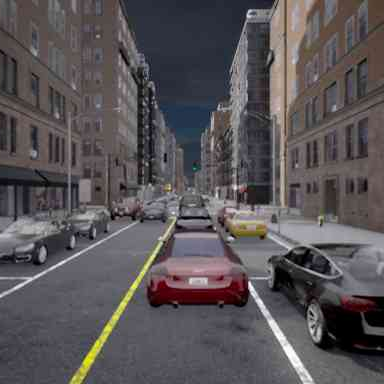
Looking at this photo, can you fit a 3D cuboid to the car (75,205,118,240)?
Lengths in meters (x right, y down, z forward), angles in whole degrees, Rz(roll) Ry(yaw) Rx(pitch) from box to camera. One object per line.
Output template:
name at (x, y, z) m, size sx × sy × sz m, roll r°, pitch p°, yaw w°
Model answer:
car at (-5.380, 1.553, 16.921) m, size 2.008 × 1.369 × 4.403 m, roll 0°, pitch 0°, yaw 0°

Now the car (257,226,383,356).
car at (2.640, 1.568, 6.082) m, size 1.947 × 1.339 × 4.313 m, roll 0°, pitch 0°, yaw 0°

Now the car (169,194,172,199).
car at (-5.357, 1.517, 64.948) m, size 1.752 × 1.417 × 4.829 m, roll 0°, pitch 0°, yaw 0°

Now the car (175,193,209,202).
car at (0.015, 1.225, 27.673) m, size 2.150 × 2.045 × 5.566 m, roll 0°, pitch 0°, yaw 0°

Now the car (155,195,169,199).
car at (-5.362, 1.547, 54.210) m, size 2.008 × 1.369 × 4.403 m, roll 0°, pitch 0°, yaw 0°

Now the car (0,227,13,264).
car at (-5.386, 1.584, 6.095) m, size 1.802 × 1.307 × 4.206 m, roll 0°, pitch 0°, yaw 0°

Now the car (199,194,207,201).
car at (2.677, 1.423, 81.470) m, size 1.967 × 1.590 × 4.097 m, roll 0°, pitch 0°, yaw 0°

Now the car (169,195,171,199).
car at (-5.359, 1.539, 59.664) m, size 1.887 × 1.381 × 4.507 m, roll 0°, pitch 0°, yaw 0°

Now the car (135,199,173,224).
car at (-2.765, 1.508, 25.185) m, size 1.837 × 1.490 × 4.892 m, roll 0°, pitch -1°, yaw 1°

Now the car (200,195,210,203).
car at (2.671, 1.429, 70.560) m, size 1.967 × 1.590 × 4.097 m, roll 0°, pitch 0°, yaw 0°

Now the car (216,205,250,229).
car at (2.648, 1.583, 22.321) m, size 1.802 × 1.307 × 4.206 m, roll 0°, pitch 0°, yaw 0°

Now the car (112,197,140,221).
car at (-5.375, 1.316, 27.746) m, size 2.192 × 1.841 × 5.009 m, roll 0°, pitch 0°, yaw 0°

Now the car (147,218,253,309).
car at (0.105, 1.566, 7.960) m, size 1.994 × 1.385 × 4.181 m, roll 0°, pitch 0°, yaw 0°

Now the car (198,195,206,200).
car at (2.682, 1.526, 92.378) m, size 2.008 × 1.369 × 4.403 m, roll 0°, pitch 0°, yaw 0°

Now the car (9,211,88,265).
car at (-5.383, 1.554, 11.508) m, size 2.008 × 1.369 × 4.403 m, roll 0°, pitch 0°, yaw 0°

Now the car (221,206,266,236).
car at (2.645, 1.528, 17.078) m, size 1.752 × 1.417 × 4.829 m, roll 0°, pitch 0°, yaw 0°

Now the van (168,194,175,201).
van at (-5.345, 1.320, 86.933) m, size 1.690 × 1.788 × 3.998 m, roll 0°, pitch 0°, yaw 0°

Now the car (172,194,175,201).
car at (-5.348, 1.548, 81.480) m, size 1.947 × 1.339 × 4.313 m, roll 0°, pitch 0°, yaw 0°

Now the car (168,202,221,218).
car at (0.106, 1.495, 17.132) m, size 2.128 × 1.511 × 4.902 m, roll 0°, pitch 0°, yaw 0°
